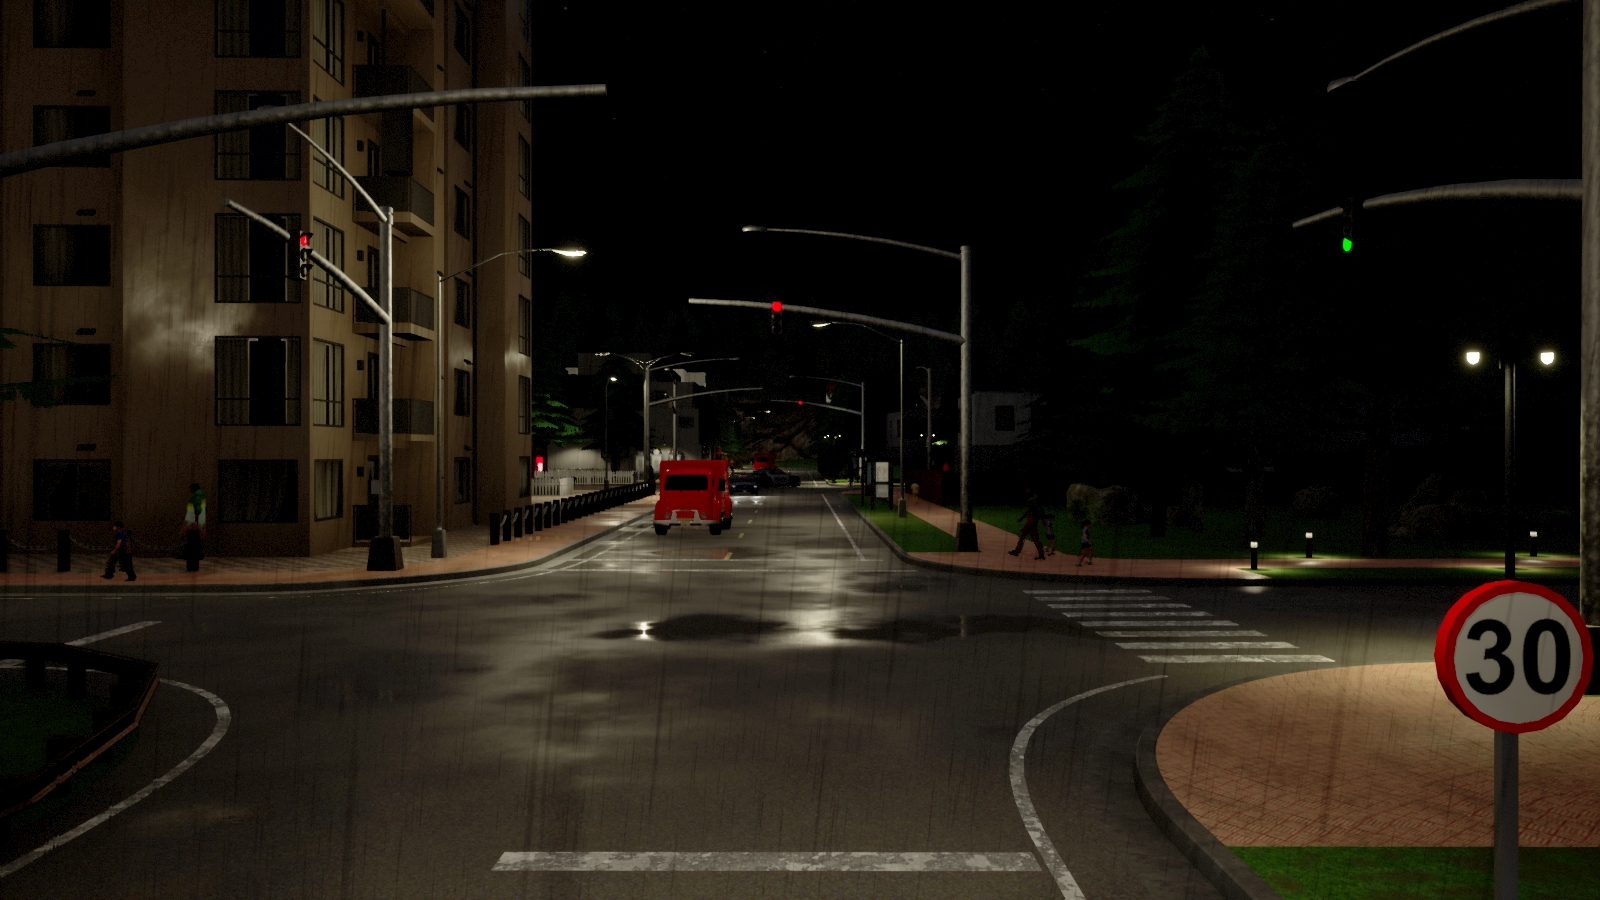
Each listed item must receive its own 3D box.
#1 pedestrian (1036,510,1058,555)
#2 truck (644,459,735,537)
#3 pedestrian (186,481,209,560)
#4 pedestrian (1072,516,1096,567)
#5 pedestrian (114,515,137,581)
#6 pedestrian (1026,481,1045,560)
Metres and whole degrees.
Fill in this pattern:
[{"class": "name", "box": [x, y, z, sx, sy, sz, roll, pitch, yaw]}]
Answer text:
[{"class": "pedestrian", "box": [6.186, 2.058, 28.622, 0.500, 1.100, 0.500, 0, 0, 7]}, {"class": "truck", "box": [-3.689, 1.548, 39.174, 2.627, 2.467, 5.204, 0, 0, 0]}, {"class": "pedestrian", "box": [-14.402, 1.677, 27.310, 0.375, 1.860, 0.375, 0, 0, -5]}, {"class": "pedestrian", "box": [6.416, 2.054, 25.826, 0.500, 1.100, 0.500, 0, 0, 17]}, {"class": "pedestrian", "box": [-13.663, 1.974, 23.135, 0.375, 1.300, 0.375, 0, 0, -26]}, {"class": "pedestrian", "box": [5.587, 1.675, 27.156, 0.375, 1.860, 0.375, 0, 0, 0]}]
